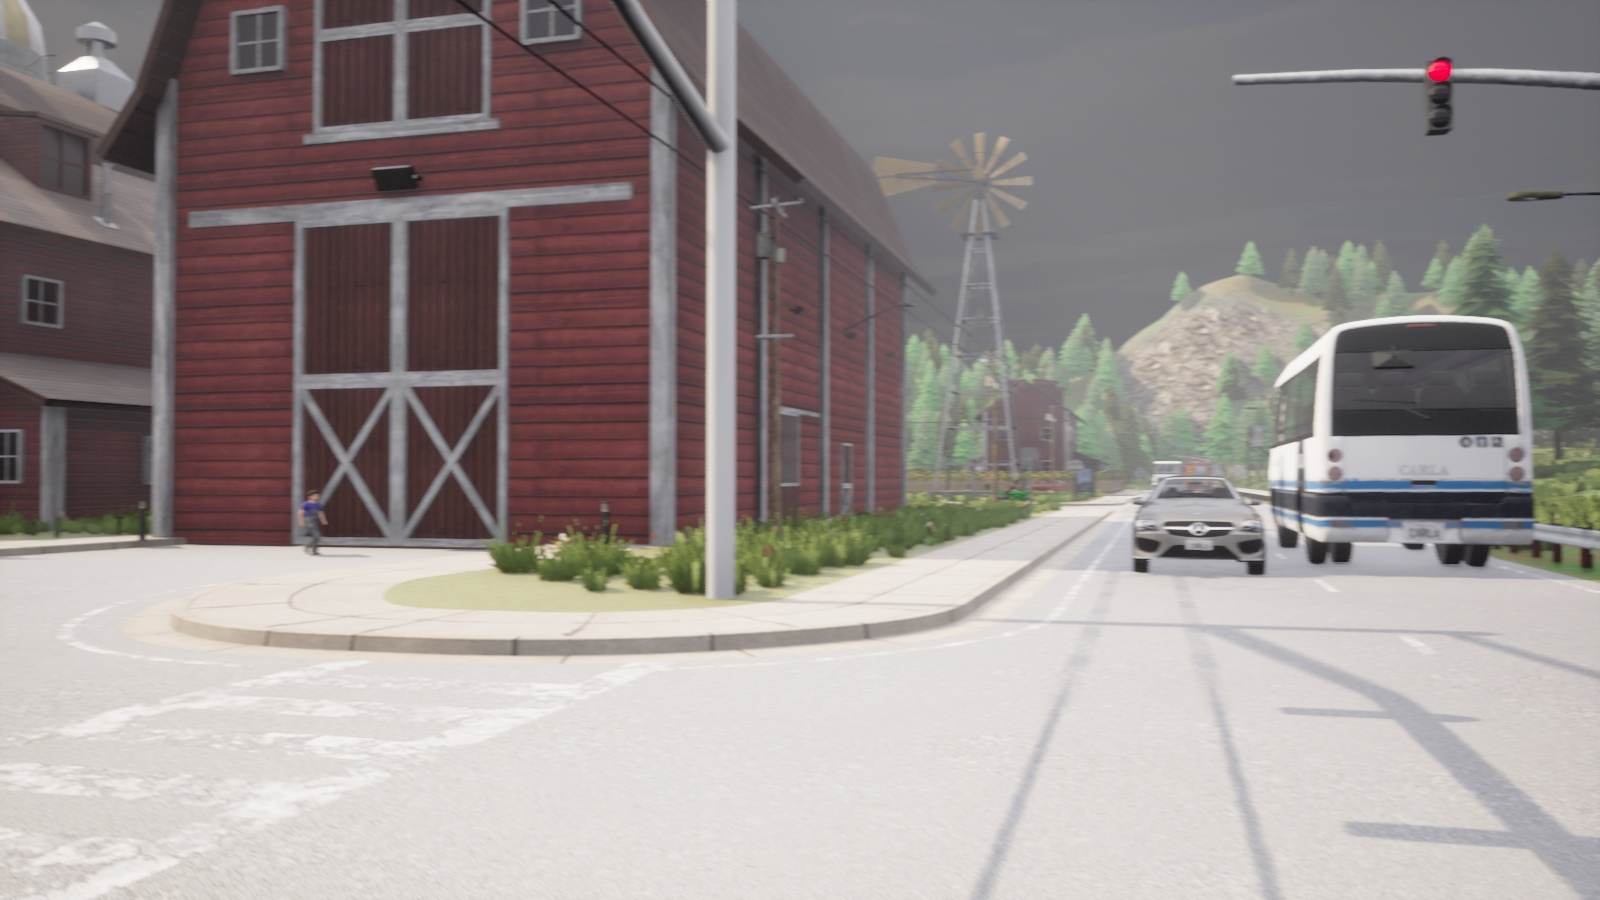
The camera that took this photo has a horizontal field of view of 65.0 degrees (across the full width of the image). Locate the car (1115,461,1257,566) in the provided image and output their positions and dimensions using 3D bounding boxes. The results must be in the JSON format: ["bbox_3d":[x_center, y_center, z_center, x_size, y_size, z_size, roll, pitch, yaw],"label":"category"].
[{"bbox_3d":[6.851,1.069,22.586,2.152,1.651,5.027,-1,-1,16],"label":"car"}]

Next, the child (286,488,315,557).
[{"bbox_3d":[-9.170,1.328,23.058,0.437,1.263,0.270,-1,-1,24],"label":"child"}]

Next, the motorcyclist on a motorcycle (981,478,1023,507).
[{"bbox_3d":[10.596,2.232,65.887,2.044,1.523,0.797,-1,-1,19],"label":"motorcyclist on a motorcycle"}]

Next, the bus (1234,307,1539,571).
[{"bbox_3d":[11.339,-0.050,25.717,3.944,4.253,10.273,-1,-1,16],"label":"bus"}]
